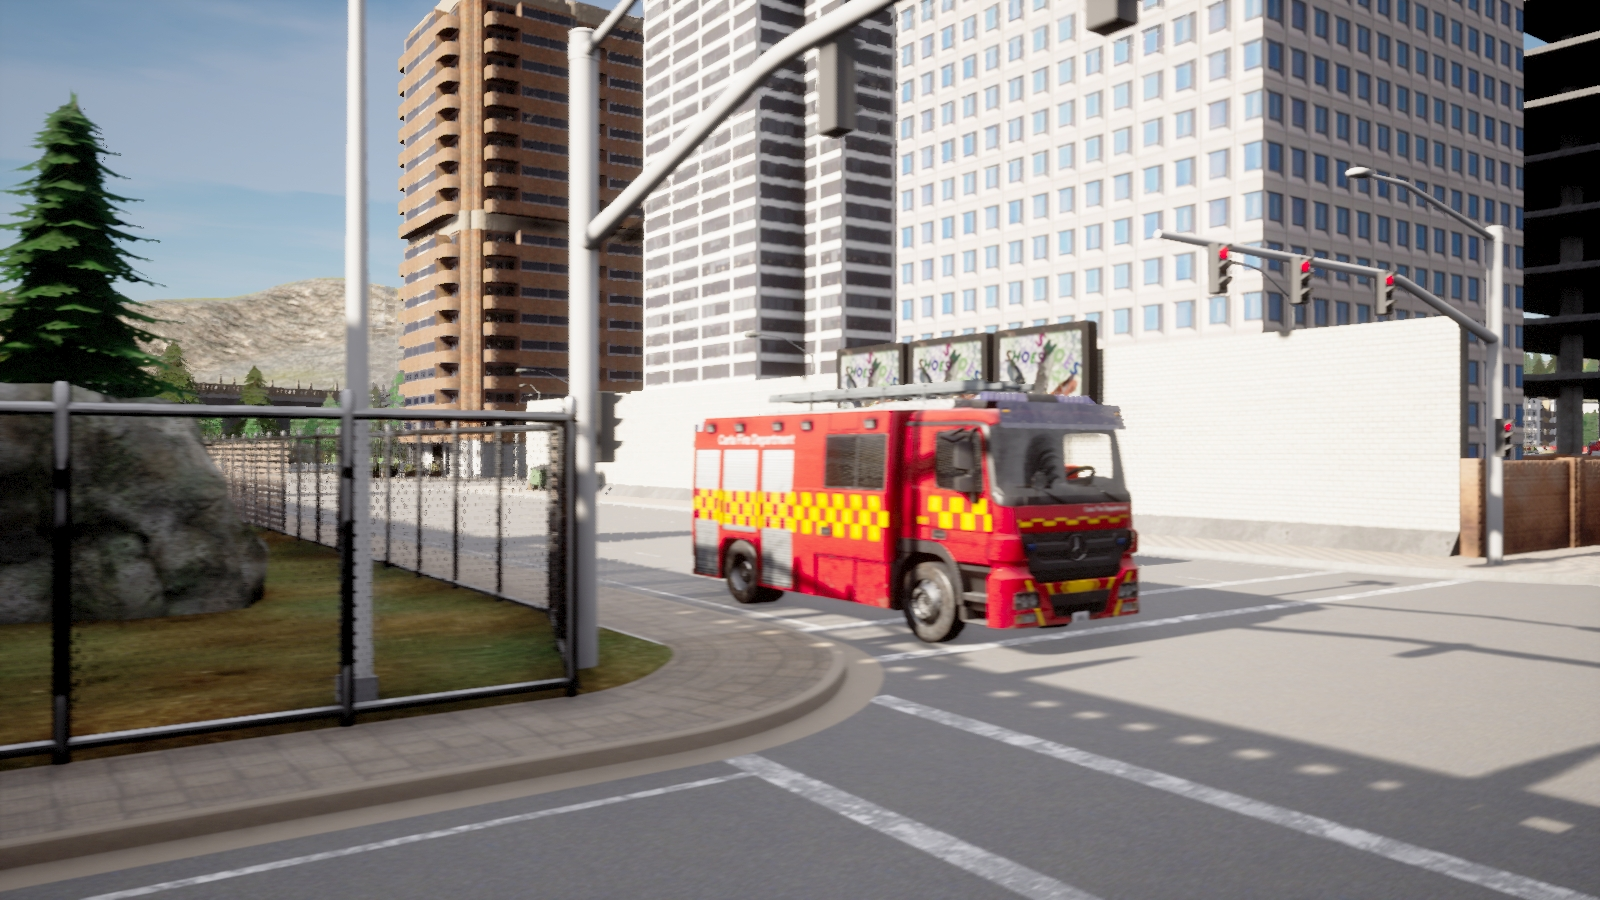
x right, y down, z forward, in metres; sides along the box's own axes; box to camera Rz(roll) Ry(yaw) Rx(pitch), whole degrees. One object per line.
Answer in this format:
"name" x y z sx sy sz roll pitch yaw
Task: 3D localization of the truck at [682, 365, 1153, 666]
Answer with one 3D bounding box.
"truck" 1.384 0.837 18.811 2.891 3.827 8.468 0 0 -35
